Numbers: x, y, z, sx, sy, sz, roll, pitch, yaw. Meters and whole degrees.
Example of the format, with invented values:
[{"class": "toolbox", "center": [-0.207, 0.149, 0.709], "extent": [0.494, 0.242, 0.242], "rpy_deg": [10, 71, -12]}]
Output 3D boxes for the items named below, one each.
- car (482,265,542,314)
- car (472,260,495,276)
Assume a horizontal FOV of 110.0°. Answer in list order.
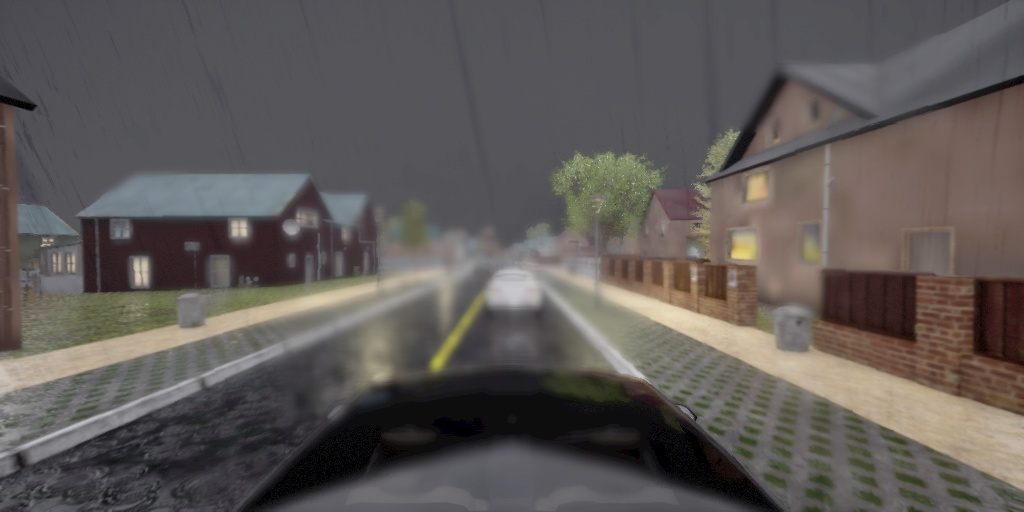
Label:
[{"class": "car", "center": [0.077, 1.222, 13.339], "extent": [1.812, 1.442, 4.674], "rpy_deg": [0, 0, 0]}, {"class": "car", "center": [-2.804, 1.139, 35.694], "extent": [1.837, 1.490, 4.892], "rpy_deg": [0, 0, 0]}]
